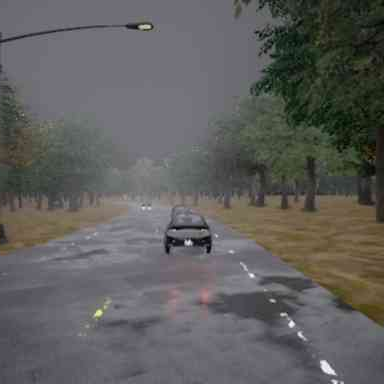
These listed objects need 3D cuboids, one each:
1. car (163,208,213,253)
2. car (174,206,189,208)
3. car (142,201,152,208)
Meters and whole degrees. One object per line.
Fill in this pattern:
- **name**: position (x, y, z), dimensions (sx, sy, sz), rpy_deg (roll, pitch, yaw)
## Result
- **car**: position (-0.197, 1.647, 14.351), dimensions (2.128, 1.511, 4.902), rpy_deg (0, -1, -2)
- **car**: position (-0.945, 1.885, 29.097), dimensions (2.033, 1.411, 5.357), rpy_deg (0, -1, -4)
- **car**: position (-9.526, 2.581, 70.365), dimensions (1.994, 1.385, 4.181), rpy_deg (0, -1, -9)
